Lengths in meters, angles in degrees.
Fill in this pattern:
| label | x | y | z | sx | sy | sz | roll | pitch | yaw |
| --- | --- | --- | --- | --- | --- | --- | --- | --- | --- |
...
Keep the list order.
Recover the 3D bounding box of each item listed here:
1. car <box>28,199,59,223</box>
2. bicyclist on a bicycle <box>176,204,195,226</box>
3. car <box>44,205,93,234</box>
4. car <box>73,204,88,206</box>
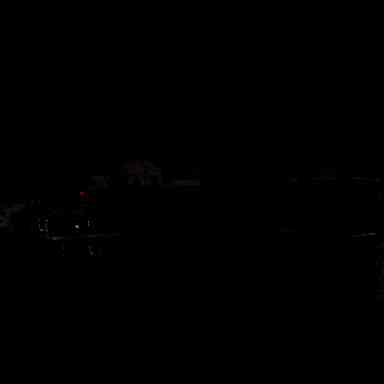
| label | x | y | z | sx | sy | sz | roll | pitch | yaw |
| --- | --- | --- | --- | --- | --- | --- | --- | --- | --- |
| car | -13.621 | 1.690 | 30.504 | 2.150 | 2.045 | 5.566 | 1 | -1 | -32 |
| bicyclist on a bicycle | -0.482 | 1.745 | 25.423 | 1.656 | 1.620 | 0.582 | 0 | -1 | -32 |
| car | -8.099 | 1.840 | 21.755 | 1.837 | 1.490 | 4.892 | 1 | -1 | -32 |
| car | -12.349 | 2.036 | 36.312 | 1.882 | 1.535 | 5.008 | 1 | -1 | -32 |
